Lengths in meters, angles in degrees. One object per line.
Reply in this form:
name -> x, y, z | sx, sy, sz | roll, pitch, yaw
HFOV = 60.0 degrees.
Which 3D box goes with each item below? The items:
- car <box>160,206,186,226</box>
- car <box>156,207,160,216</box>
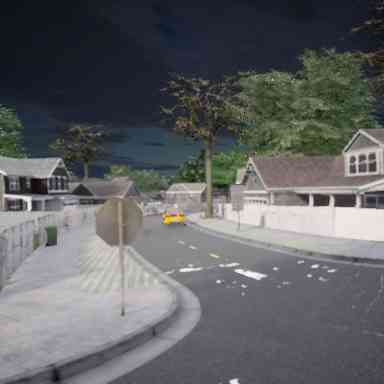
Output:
car -> -1.731, 2.315, 31.183 | 1.882, 1.535, 5.008 | -2, -1, -7
car -> -4.344, 2.908, 51.819 | 1.812, 1.442, 4.674 | -1, -2, 8
